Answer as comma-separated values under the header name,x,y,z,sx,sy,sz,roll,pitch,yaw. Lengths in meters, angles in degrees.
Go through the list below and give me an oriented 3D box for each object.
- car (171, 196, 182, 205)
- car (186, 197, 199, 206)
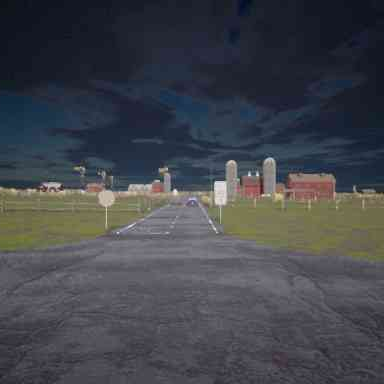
name,x,y,z,sx,sy,sz,roll,pitch,yaw
car,-2.676,1.534,58.428,1.837,1.490,4.892,0,0,0
car,0.069,1.551,53.389,1.812,1.442,4.674,0,0,0
